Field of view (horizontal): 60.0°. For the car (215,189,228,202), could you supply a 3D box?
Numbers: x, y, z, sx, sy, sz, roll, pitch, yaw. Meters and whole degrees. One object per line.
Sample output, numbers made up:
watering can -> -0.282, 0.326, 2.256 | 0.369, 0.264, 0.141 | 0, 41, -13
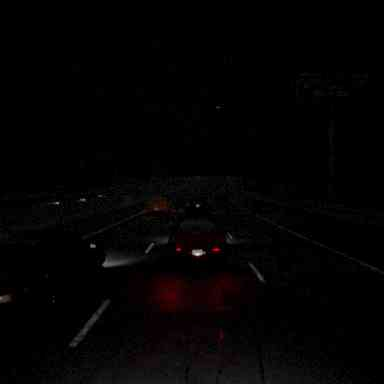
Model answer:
car -> 4.758, 0.734, 53.772 | 1.882, 1.535, 5.008 | 0, 2, 3

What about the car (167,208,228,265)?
car -> 0.179, 1.492, 11.507 | 1.812, 1.442, 4.674 | 0, 0, 1

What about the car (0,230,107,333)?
car -> -3.367, 1.534, 7.103 | 2.033, 1.411, 5.357 | 0, 0, 0

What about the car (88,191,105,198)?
car -> -19.087, 0.455, 66.503 | 1.895, 1.301, 4.718 | 0, 2, 3

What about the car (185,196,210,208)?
car -> 0.500, 1.127, 29.046 | 2.097, 1.767, 4.553 | 0, 1, 1

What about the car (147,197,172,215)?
car -> -2.958, 1.225, 30.749 | 1.882, 1.535, 5.008 | 0, 1, 2

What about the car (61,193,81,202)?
car -> -19.758, 0.861, 54.280 | 1.994, 1.385, 4.181 | 0, 2, 3

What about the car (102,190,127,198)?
car -> -12.727, 0.784, 54.814 | 1.837, 1.490, 4.892 | 0, 2, 3

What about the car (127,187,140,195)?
car -> -12.022, 0.059, 67.444 | 2.150, 2.045, 5.566 | 0, 2, 3

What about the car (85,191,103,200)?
car -> -16.183, 0.806, 55.720 | 2.033, 1.411, 5.357 | 0, 2, 3
